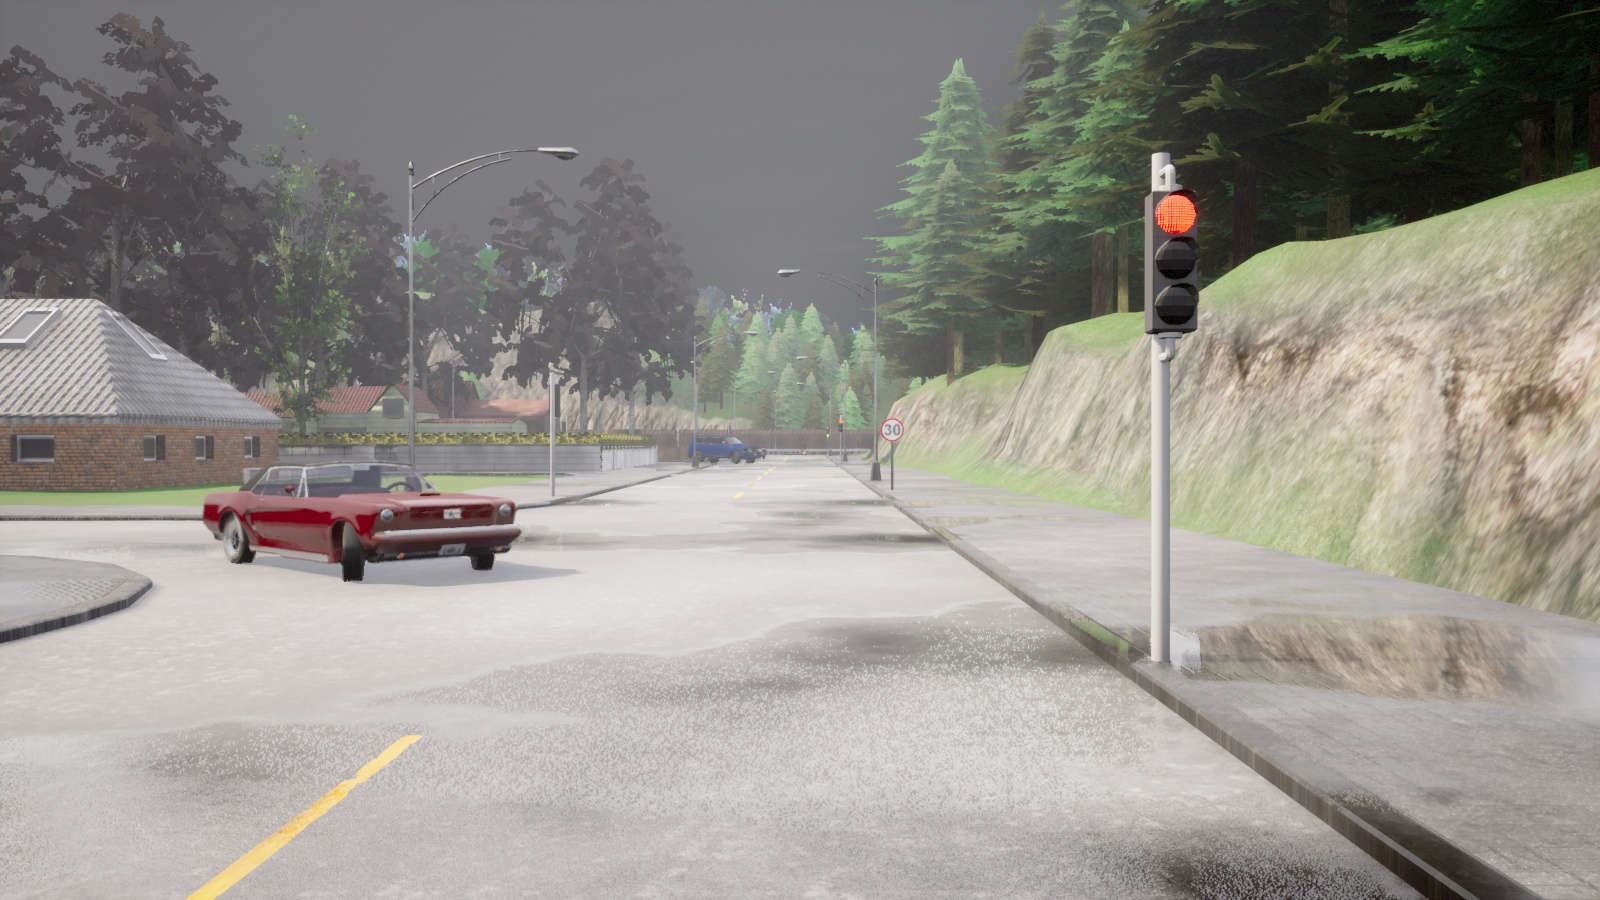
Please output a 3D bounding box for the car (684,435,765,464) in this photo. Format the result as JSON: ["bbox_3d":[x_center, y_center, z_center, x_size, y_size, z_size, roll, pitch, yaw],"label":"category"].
[{"bbox_3d":[-5.434,-0.047,90.049,5.566,2.045,2.150,0,0,33],"label":"car"}]

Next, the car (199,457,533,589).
[{"bbox_3d":[-5.360,0.757,15.146,4.718,1.301,1.895,0,0,44],"label":"car"}]
